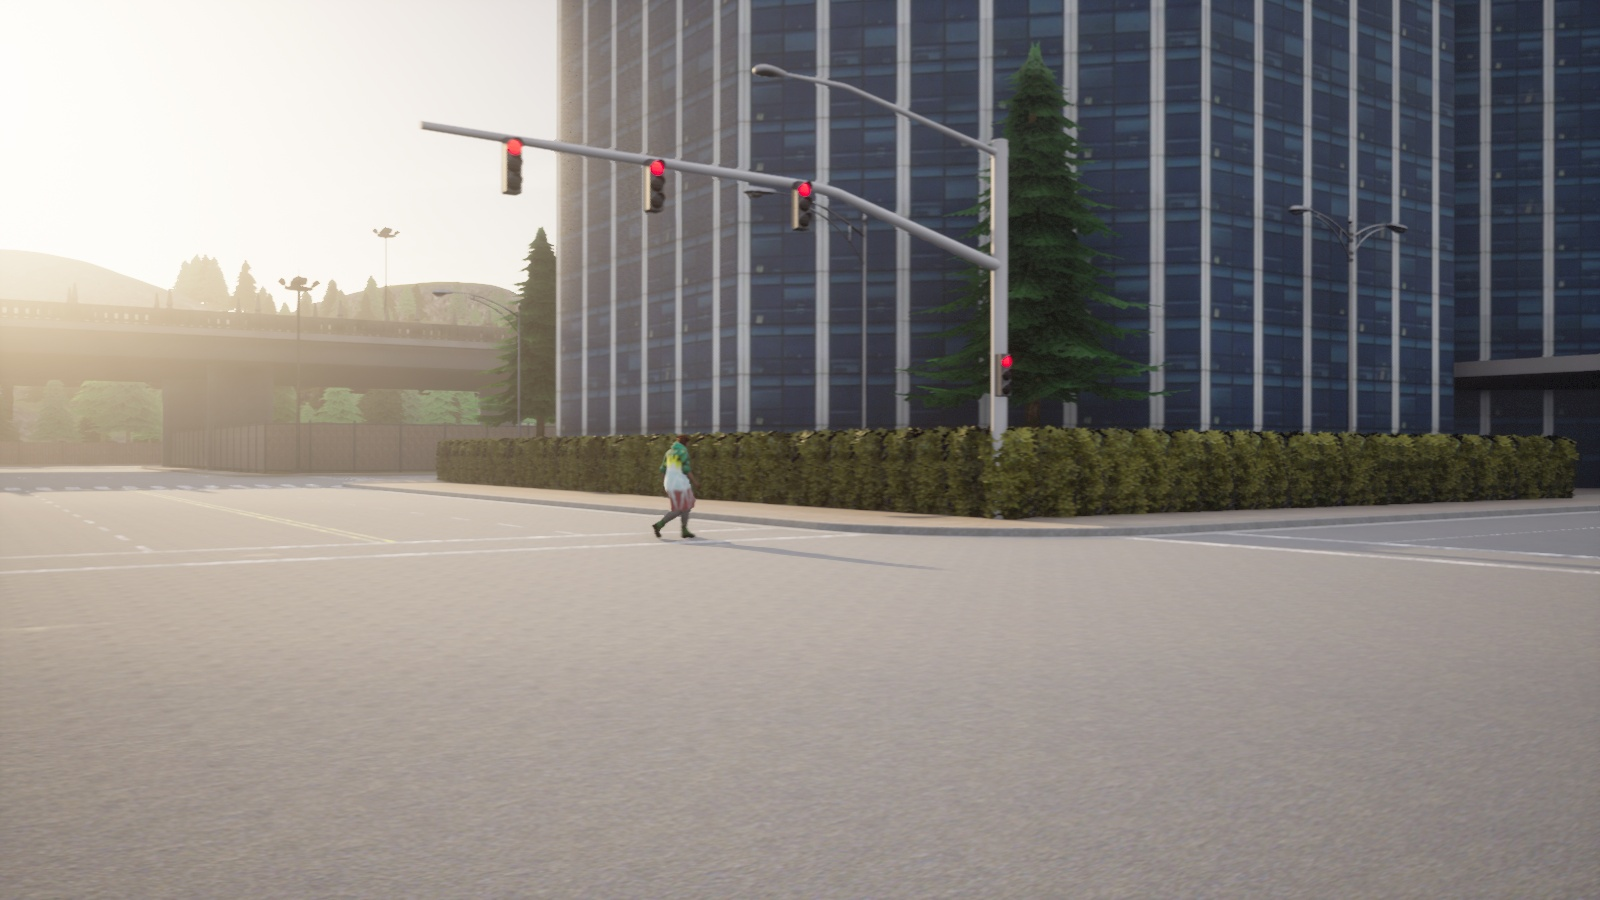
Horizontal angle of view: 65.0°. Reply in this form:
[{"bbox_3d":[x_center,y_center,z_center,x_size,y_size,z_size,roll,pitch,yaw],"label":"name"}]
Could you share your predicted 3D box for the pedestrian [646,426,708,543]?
[{"bbox_3d":[-2.111,0.578,21.556,0.873,1.952,0.659,0,0,-27],"label":"pedestrian"}]
